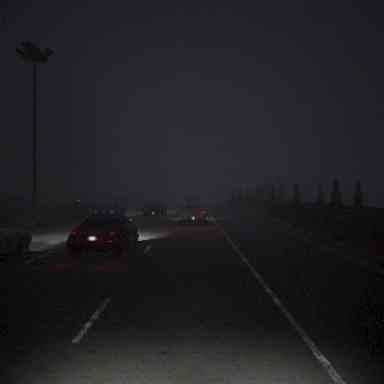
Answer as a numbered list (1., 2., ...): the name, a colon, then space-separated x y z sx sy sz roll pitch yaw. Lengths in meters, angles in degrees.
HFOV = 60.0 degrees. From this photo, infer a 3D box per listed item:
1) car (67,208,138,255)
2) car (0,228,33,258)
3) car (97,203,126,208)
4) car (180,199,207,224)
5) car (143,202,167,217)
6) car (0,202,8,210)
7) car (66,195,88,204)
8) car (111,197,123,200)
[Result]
1. car: -3.404 1.558 13.337 1.994 1.385 4.181 0 0 0
2. car: -6.904 1.596 10.373 1.895 1.301 4.718 0 0 0
3. car: -6.908 1.588 28.245 1.895 1.301 4.718 0 0 0
4. car: 0.092 1.514 24.409 1.812 1.442 4.674 0 0 0
5. car: -3.410 1.586 31.443 1.895 1.301 4.718 0 0 0
6. car: -21.075 1.531 34.019 2.033 1.411 5.357 0 0 0
7. car: -17.479 1.327 50.879 2.097 1.767 4.553 0 0 1
8. car: -13.467 1.580 59.121 1.895 1.301 4.718 0 0 6
